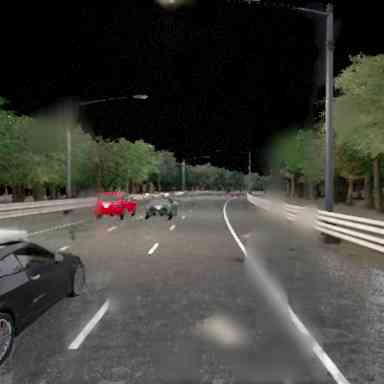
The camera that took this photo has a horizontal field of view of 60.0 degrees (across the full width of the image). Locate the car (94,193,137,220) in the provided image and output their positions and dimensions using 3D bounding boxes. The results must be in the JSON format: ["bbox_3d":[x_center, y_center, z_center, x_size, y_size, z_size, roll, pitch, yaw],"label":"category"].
[{"bbox_3d":[-5.938,1.080,26.370,2.150,2.045,5.566,0,1,4],"label":"car"}]

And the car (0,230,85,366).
[{"bbox_3d":[-3.313,1.513,5.517,1.812,1.442,4.674,0,0,1],"label":"car"}]

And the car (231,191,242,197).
[{"bbox_3d":[11.515,0.534,88.913,1.812,1.442,4.674,0,1,13],"label":"car"}]

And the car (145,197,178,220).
[{"bbox_3d":[-2.362,1.204,27.079,2.097,1.767,4.553,0,1,4],"label":"car"}]
